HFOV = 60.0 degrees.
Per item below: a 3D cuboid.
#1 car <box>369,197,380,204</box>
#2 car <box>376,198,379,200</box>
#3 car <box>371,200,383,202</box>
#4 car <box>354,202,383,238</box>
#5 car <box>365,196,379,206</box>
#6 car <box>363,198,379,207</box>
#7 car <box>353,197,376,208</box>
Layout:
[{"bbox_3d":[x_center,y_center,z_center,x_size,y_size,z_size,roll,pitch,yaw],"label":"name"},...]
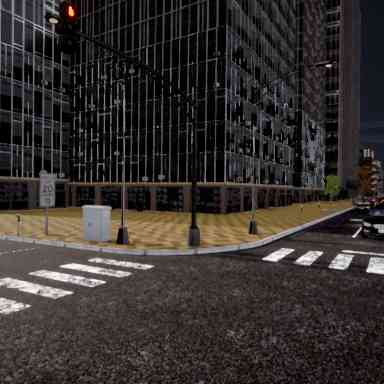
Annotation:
[{"bbox_3d":[36.940,1.711,67.245,1.802,1.307,4.206,1,0,31],"label":"car"},{"bbox_3d":[20.319,1.551,34.316,1.882,1.535,5.008,1,0,31],"label":"car"},{"bbox_3d":[14.863,1.571,25.360,1.812,1.442,4.674,1,0,31],"label":"car"},{"bbox_3d":[9.886,1.513,17.119,2.128,1.511,4.902,1,0,31],"label":"car"},{"bbox_3d":[31.254,1.542,57.610,1.967,1.590,4.097,1,0,31],"label":"car"},{"bbox_3d":[28.415,1.639,52.792,2.008,1.369,4.403,1,0,31],"label":"car"},{"bbox_3d":[19.780,1.597,38.406,2.008,1.369,4.403,1,0,31],"label":"car"}]
